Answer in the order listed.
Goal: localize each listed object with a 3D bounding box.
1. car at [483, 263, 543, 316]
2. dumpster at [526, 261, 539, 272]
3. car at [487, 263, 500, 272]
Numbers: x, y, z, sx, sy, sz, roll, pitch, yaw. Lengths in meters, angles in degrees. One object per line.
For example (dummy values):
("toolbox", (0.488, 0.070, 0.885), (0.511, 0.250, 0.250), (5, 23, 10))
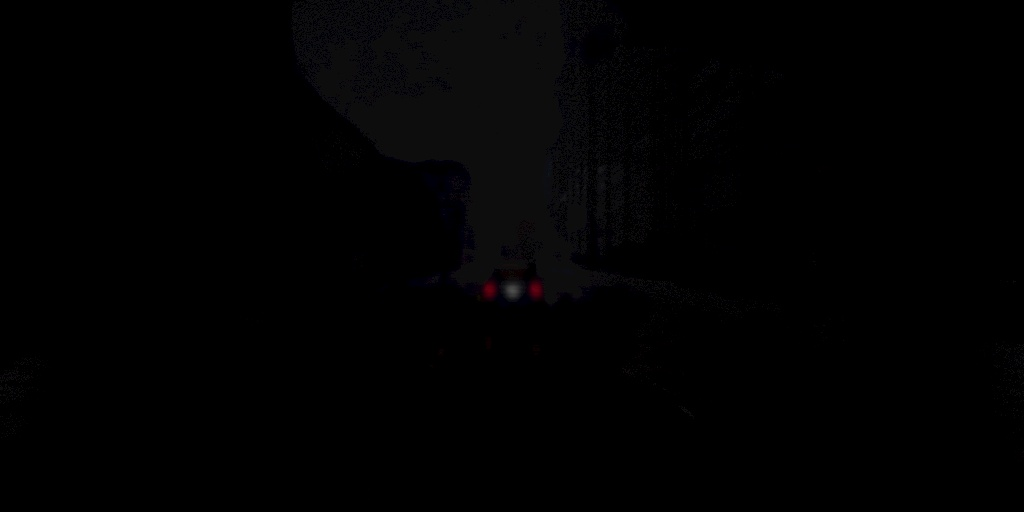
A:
("car", (0.051, 1.220, 14.157), (2.097, 1.767, 4.553), (0, -1, 1))
("dumpster", (3.155, 1.702, 54.838), (1.020, 1.700, 1.940), (0, 0, 0))
("car", (-3.027, 1.923, 59.946), (1.994, 1.385, 4.181), (0, -1, 1))
